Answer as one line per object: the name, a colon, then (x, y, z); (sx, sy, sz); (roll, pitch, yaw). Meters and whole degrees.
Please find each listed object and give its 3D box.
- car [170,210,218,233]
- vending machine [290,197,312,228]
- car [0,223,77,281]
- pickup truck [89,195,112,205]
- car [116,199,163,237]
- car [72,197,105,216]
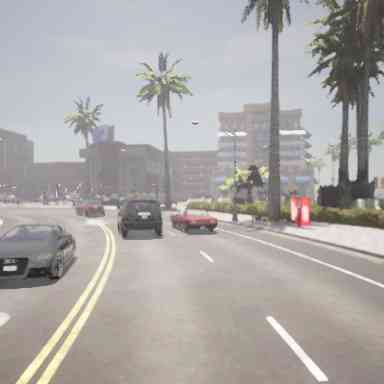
car: (-0.041, 1.782, 21.334); (1.895, 1.301, 4.718); (0, -1, -17)
vending machine: (7.388, 1.373, 22.646); (1.100, 2.100, 0.880); (0, -1, -17)
car: (-4.712, 1.658, 9.933); (1.994, 1.385, 4.181); (0, 0, -11)
pickup truck: (-19.890, 1.741, 72.656); (2.390, 2.098, 6.274); (0, 0, 9)
car: (-3.190, 1.396, 19.677); (2.150, 2.045, 5.566); (0, 0, -16)
car: (-11.264, 1.681, 36.479); (2.097, 1.767, 4.553); (0, -1, -35)
